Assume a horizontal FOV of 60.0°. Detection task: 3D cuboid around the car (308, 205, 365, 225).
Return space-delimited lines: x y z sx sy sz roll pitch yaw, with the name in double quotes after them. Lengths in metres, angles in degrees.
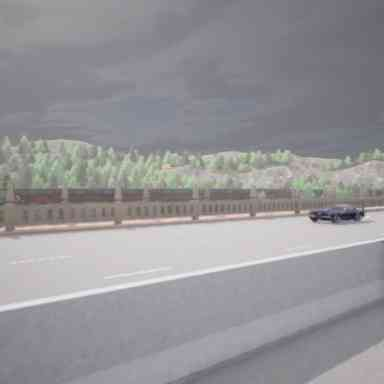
10.692 1.600 24.520 4.718 1.301 1.895 0 0 -36 "car"
